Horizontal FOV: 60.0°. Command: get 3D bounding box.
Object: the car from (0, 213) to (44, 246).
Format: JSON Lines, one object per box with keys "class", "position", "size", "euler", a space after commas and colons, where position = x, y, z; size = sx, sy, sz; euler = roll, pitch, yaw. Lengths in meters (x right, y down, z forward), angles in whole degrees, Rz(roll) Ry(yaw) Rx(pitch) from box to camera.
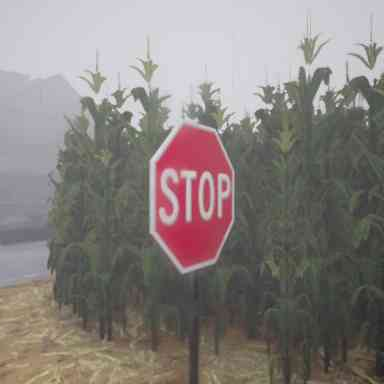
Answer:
{"class": "car", "position": [-7.184, 1.577, 14.001], "size": [1.895, 1.301, 4.718], "euler": [0, 0, 36]}
